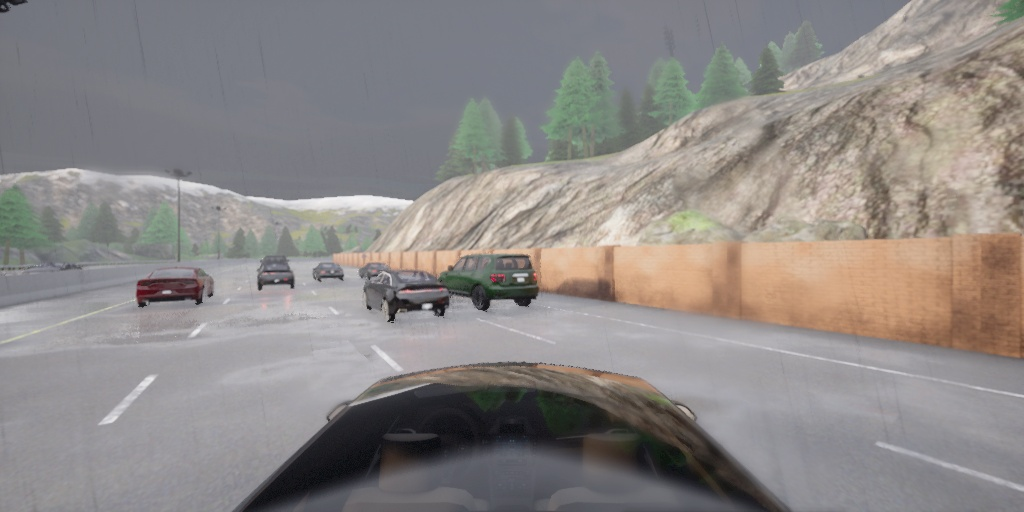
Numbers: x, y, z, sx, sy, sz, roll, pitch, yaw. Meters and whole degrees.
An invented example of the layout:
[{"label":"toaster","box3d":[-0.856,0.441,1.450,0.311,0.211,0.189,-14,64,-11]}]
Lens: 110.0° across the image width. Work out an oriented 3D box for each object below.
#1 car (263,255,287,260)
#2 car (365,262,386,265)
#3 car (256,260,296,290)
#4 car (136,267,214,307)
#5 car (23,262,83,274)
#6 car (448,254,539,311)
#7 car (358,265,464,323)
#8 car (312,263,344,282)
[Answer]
[{"label":"car","box3d":[-22.170,0.920,33.553,2.150,2.045,5.566,0,0,-34]},{"label":"car","box3d":[-11.567,1.249,30.282,2.033,1.411,5.357,0,0,-34]},{"label":"car","box3d":[-14.712,1.207,22.386,2.128,1.511,4.902,0,0,-34]},{"label":"car","box3d":[-14.296,1.204,15.464,1.882,1.535,5.008,0,0,-34]},{"label":"car","box3d":[-35.138,1.199,27.564,2.128,1.511,4.902,0,0,-33]},{"label":"car","box3d":[-1.177,0.945,14.724,2.150,2.045,5.566,0,-1,-34]},{"label":"car","box3d":[-3.780,1.223,12.320,2.128,1.511,4.902,0,0,-34]},{"label":"car","box3d":[-14.815,1.252,28.844,2.033,1.411,5.357,0,0,-34]}]
